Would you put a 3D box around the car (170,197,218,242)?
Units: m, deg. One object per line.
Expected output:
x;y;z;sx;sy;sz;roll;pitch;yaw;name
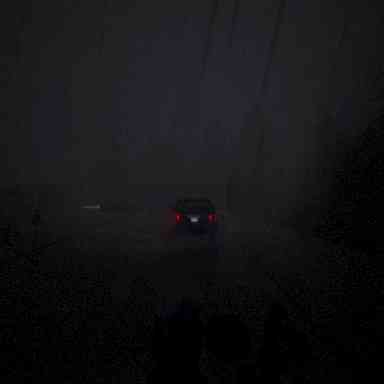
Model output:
0.096;1.280;16.857;2.150;2.045;5.566;0;0;0;car

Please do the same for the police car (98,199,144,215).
-7.695;1.547;35.876;5.238;1.638;1.930;0;-2;23;police car
